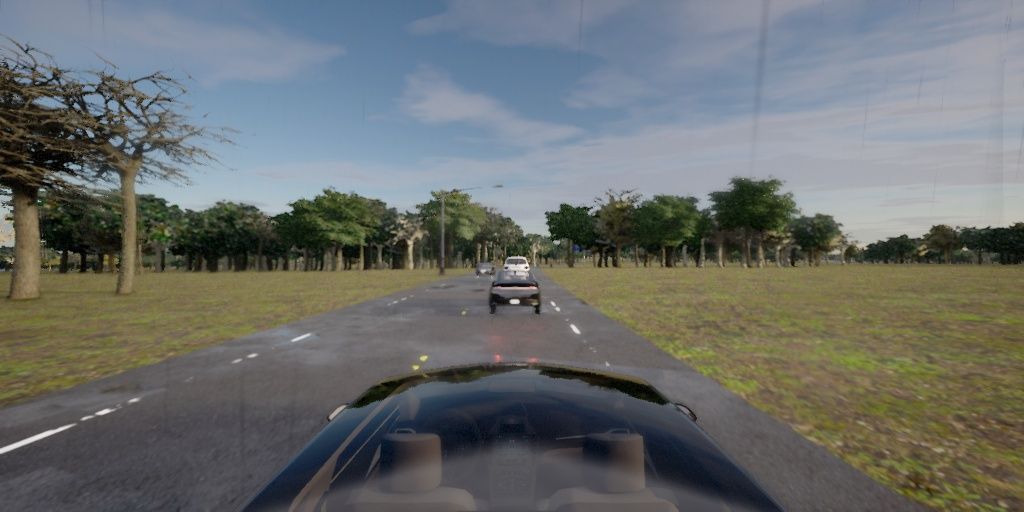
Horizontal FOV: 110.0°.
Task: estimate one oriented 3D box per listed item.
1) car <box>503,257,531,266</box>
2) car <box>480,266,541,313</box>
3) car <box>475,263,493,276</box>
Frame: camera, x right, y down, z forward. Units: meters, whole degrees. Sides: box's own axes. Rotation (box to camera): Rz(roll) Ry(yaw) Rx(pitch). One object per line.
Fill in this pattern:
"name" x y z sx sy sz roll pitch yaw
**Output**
"car" 0.416 1.128 30.978 2.150 2.045 5.566 0 0 2
"car" 0.127 1.305 14.288 2.128 1.511 4.902 0 0 1
"car" -2.955 1.492 40.512 2.128 1.511 4.902 0 -1 2
